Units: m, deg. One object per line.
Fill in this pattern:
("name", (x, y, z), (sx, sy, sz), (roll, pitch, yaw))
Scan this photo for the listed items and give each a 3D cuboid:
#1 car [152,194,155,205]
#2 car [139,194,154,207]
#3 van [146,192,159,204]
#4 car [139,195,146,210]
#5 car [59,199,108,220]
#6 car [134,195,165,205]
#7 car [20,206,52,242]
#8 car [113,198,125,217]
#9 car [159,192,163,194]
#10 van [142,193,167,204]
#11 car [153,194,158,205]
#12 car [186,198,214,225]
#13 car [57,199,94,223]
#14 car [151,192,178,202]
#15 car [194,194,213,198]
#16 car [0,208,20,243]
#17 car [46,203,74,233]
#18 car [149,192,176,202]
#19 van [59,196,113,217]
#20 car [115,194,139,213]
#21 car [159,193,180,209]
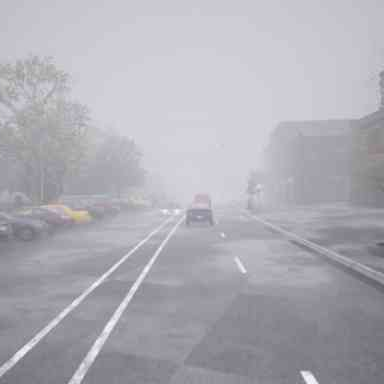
("car", (-8.193, 1.473, 45.060), (5.366, 1.575, 1.946), (-1, 0, -17))
("car", (-8.014, 1.479, 42.203), (5.366, 1.575, 1.946), (-1, 0, -17))
("van", (-7.766, 1.223, 50.988), (4.442, 1.987, 1.878), (-1, 1, -17))
("car", (-8.365, 1.494, 39.181), (4.892, 1.521, 2.231), (-1, 0, -17))
("car", (-9.017, 1.511, 24.337), (5.008, 1.535, 2.097), (-1, 0, -18))
("car", (-7.307, 1.414, 56.946), (5.008, 1.535, 2.097), (-1, 0, -17))
("car", (-9.255, 1.543, 15.452), (4.674, 1.452, 2.002), (0, -1, -19))
("car", (-8.793, 1.548, 30.278), (4.674, 1.452, 2.002), (-1, 0, -18))
("car", (-7.508, 1.306, 53.977), (4.553, 1.767, 2.185), (-1, 0, -17))
("van", (-7.053, 1.151, 62.810), (4.442, 1.987, 1.878), (-1, 1, -16))
("car", (-7.861, 1.491, 48.061), (4.792, 1.488, 2.163), (-1, 0, -17))
("car", (0.574, 1.499, 24.597), (1.882, 1.535, 5.008), (0, 0, 2))
("car", (-9.298, 1.510, 21.310), (5.366, 1.575, 1.946), (-1, 0, -19))
("car", (-6.254, 1.032, 74.652), (5.566, 2.045, 2.435), (-1, 1, -16))
("car", (1.429, 1.208, 42.818), (2.150, 2.045, 5.566), (0, 0, 3))
("car", (-9.336, 1.538, 12.498), (4.674, 1.452, 2.002), (-1, 0, -19))
("car", (-9.197, 1.548, 18.399), (4.674, 1.452, 2.002), (-1, 0, -19))
("car", (-6.384, 1.055, 71.726), (5.566, 2.045, 2.435), (-1, 0, -16))
("van", (-9.026, 1.286, 27.267), (4.442, 1.987, 1.878), (-1, 0, -18))
("car", (-8.486, 1.374, 36.220), (4.553, 1.767, 2.185), (-1, 0, -17))
("car", (-2.780, 1.333, 45.156), (2.097, 1.767, 4.553), (0, 0, 4))
